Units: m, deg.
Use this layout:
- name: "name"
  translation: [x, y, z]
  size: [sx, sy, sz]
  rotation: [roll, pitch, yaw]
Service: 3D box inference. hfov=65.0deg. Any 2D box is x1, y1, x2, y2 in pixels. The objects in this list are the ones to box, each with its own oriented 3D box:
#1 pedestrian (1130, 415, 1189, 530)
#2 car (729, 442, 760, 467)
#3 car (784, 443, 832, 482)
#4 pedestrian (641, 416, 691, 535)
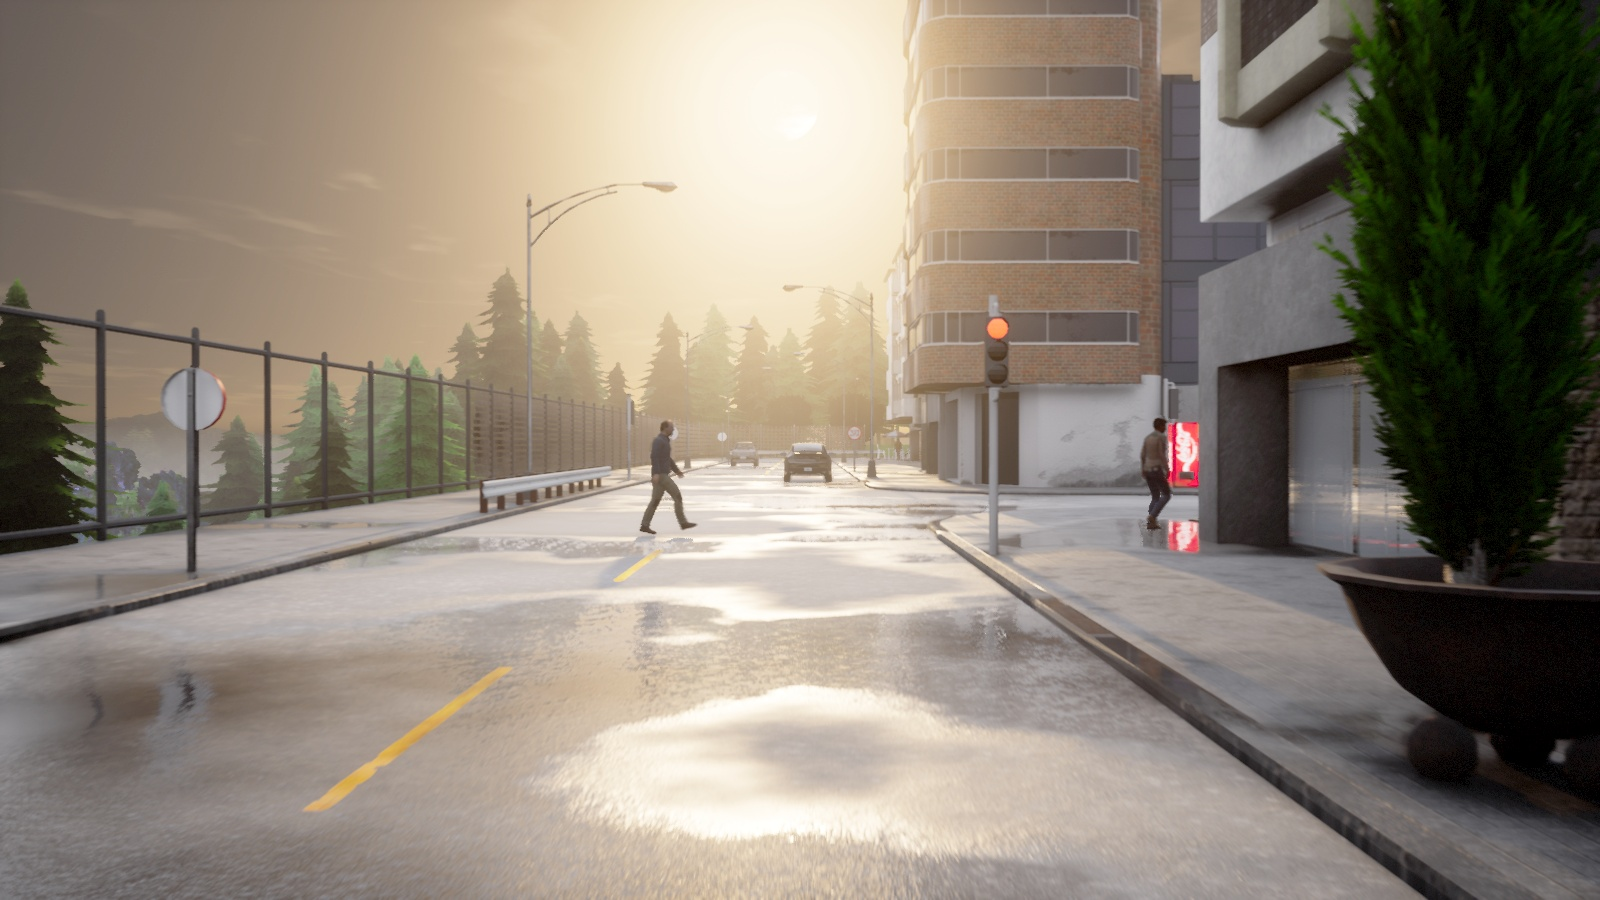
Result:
- name: "pedestrian"
  translation: [5.710, 0.349, 19.952]
  size: [0.869, 1.805, 0.328]
  rotation: [0, 0, -22]
- name: "car"
  translation: [-3.517, 0.273, 79.531]
  size: [1.789, 1.549, 3.705]
  rotation: [0, 0, 0]
- name: "car"
  translation: [0.301, 0.470, 50.018]
  size: [1.837, 1.490, 4.892]
  rotation: [0, 0, 0]
- name: "pedestrian"
  translation: [-2.097, 0.397, 19.668]
  size: [0.726, 1.842, 0.402]
  rotation: [0, 0, 1]
